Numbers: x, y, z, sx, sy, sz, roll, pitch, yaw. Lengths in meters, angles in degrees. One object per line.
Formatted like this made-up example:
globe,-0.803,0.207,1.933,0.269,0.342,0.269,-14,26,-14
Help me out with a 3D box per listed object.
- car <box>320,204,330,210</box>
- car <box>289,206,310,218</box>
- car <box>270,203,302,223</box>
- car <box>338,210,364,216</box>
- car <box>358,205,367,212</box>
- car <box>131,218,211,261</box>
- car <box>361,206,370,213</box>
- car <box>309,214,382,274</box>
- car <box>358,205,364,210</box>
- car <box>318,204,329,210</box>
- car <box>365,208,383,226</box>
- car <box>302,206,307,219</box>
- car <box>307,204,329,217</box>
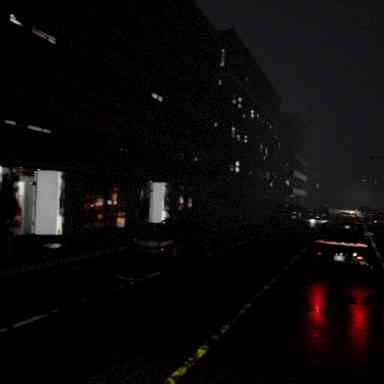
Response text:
car,33.632,3.697,83.947,2.008,1.369,4.403,2,0,26
car,14.072,2.526,43.338,1.887,1.381,4.507,2,0,26
car,9.192,2.004,33.187,2.192,1.841,5.009,2,-1,26
car,12.470,2.358,26.682,1.895,1.301,4.718,2,-1,26
car,41.249,3.941,80.455,1.752,1.417,4.829,2,0,26
car,-0.601,1.684,12.880,1.802,1.307,4.206,2,-1,26
car,21.613,2.791,39.693,1.887,1.381,4.507,2,0,26
car,5.467,1.829,12.137,2.128,1.511,4.902,2,-1,26
car,31.394,3.381,59.997,2.008,1.369,4.403,2,0,26
car,31.187,3.552,78.870,2.008,1.369,4.403,2,0,26
car,16.798,2.484,29.694,1.752,1.417,4.829,2,0,26
car,11.631,2.275,38.262,1.967,1.590,4.097,2,0,26
car,15.417,2.550,39.992,2.033,1.411,5.357,2,-1,26
